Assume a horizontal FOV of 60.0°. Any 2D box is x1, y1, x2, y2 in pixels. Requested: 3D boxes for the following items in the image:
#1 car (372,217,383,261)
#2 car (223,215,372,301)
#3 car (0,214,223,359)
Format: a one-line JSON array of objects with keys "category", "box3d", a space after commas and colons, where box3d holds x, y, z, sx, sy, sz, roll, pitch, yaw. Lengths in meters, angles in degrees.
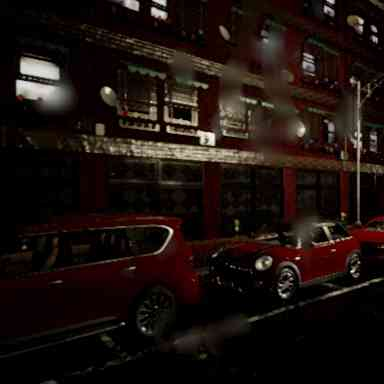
[{"category": "car", "box3d": [6.979, 1.537, 11.537, 4.507, 1.381, 1.887, 0, 0, -35]}, {"category": "car", "box3d": [2.389, 1.436, 8.263, 4.097, 1.590, 1.967, 0, 0, -35]}, {"category": "car", "box3d": [-2.198, 1.314, 4.990, 5.009, 1.841, 2.192, 0, 0, -35]}]
